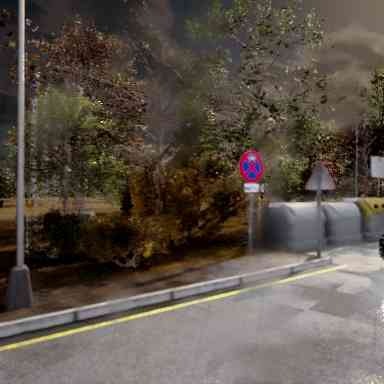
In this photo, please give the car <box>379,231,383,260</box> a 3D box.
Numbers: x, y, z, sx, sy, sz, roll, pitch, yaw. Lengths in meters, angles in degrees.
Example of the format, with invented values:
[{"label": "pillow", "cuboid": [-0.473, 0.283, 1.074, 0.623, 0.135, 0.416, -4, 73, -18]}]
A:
[{"label": "car", "cuboid": [8.019, 1.238, 10.254, 5.566, 2.045, 2.150, 0, 0, -36]}]
